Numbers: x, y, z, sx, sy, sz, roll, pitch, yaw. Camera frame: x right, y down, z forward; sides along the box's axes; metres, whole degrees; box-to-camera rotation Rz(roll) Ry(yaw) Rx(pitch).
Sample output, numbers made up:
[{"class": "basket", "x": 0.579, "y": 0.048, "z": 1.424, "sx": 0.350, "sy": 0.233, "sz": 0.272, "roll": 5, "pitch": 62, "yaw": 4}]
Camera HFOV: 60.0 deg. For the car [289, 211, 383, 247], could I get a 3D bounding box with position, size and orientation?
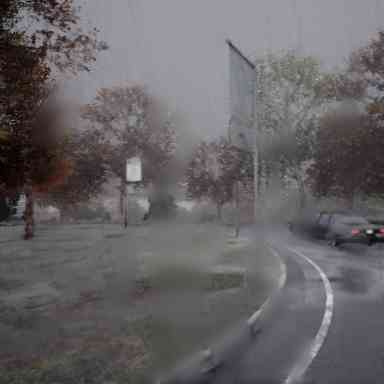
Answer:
[{"class": "car", "x": 6.453, "y": 1.607, "z": 15.376, "sx": 2.033, "sy": 1.411, "sz": 5.357, "roll": 0, "pitch": 0, "yaw": -10}]
